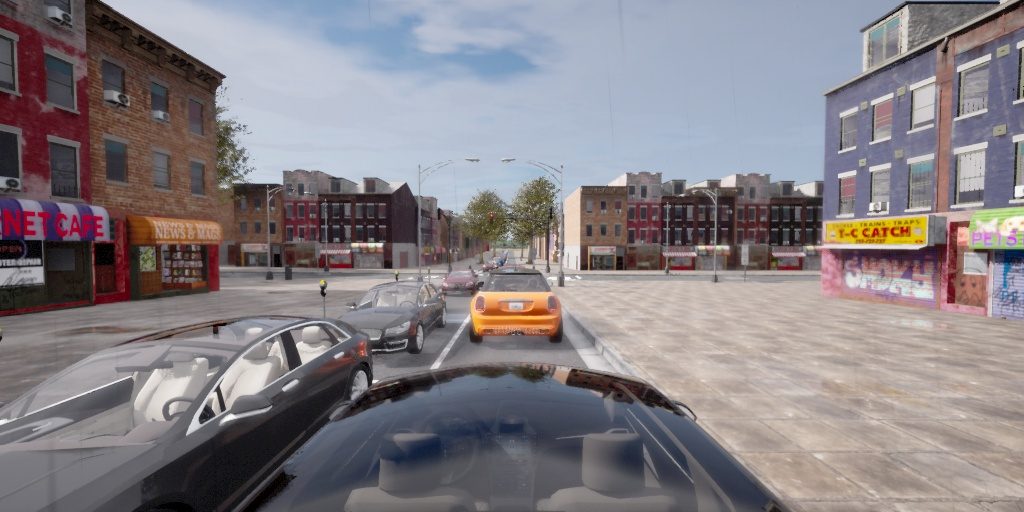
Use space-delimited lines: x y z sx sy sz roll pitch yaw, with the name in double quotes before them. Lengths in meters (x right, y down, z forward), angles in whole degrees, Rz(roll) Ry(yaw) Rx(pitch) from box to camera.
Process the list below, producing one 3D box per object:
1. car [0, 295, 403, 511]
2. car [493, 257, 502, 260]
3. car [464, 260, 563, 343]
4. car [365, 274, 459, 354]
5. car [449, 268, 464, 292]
"car" -2.643 1.300 3.094 2.007 1.370 4.403 0 0 0
"car" -2.724 1.245 46.212 1.967 1.591 4.097 0 0 0
"car" 0.085 1.101 9.852 2.097 1.767 4.553 0 0 0
"car" -2.653 1.299 8.542 2.007 1.370 4.403 0 0 0
"car" -2.673 1.337 19.436 1.802 1.307 4.207 0 0 0
